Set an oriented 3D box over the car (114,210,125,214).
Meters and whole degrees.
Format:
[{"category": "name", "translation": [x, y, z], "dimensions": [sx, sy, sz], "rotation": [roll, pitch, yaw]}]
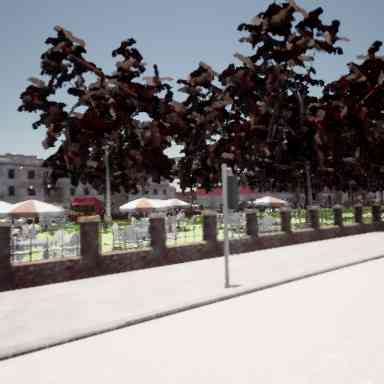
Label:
[{"category": "car", "translation": [-12.415, 3.506, 51.956], "dimensions": [5.357, 1.411, 2.033], "rotation": [0, -2, -38]}]
